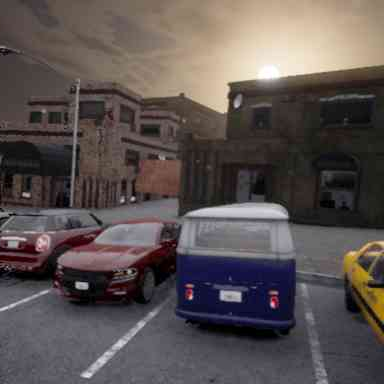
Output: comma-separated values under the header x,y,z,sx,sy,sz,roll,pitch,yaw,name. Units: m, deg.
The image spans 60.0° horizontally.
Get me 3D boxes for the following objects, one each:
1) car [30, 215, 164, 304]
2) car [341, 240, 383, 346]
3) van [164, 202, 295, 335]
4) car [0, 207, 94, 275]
x,y,z,sx,sy,sz,roll,pitch,yaw,name
-1.304,1.438,8.380,2.097,1.535,5.008,1,0,15,car
3.434,1.466,4.788,1.946,1.575,5.366,1,0,16,car
1.124,1.230,6.786,1.878,1.987,4.442,0,-1,15,van
-3.726,1.296,10.053,2.185,1.767,4.553,0,-1,15,car
